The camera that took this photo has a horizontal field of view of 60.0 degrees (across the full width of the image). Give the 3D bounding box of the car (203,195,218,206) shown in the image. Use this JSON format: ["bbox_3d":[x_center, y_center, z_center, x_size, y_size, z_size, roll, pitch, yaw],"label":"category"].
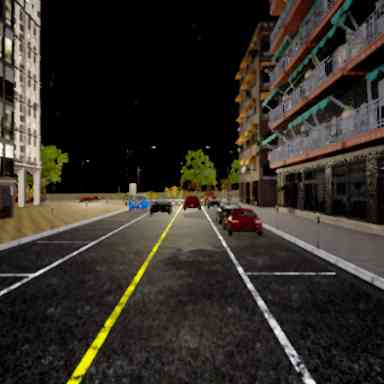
[{"bbox_3d":[2.615,1.227,47.234,1.887,1.381,4.507,0,0,0],"label":"car"}]

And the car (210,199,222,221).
[{"bbox_3d":[2.529,1.398,22.727,2.008,1.369,4.403,0,0,0],"label":"car"}]

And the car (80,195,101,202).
[{"bbox_3d":[-20.706,1.366,68.001,4.206,1.307,1.802,-1,1,-1],"label":"car"}]

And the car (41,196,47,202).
[{"bbox_3d":[-31.788,1.500,67.848,4.206,1.307,1.802,-1,1,-1],"label":"car"}]

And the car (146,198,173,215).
[{"bbox_3d":[-2.803,1.395,30.846,1.895,1.301,4.718,0,0,0],"label":"car"}]

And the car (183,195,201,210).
[{"bbox_3d":[0.034,1.223,37.940,1.882,1.535,5.008,0,0,0],"label":"car"}]

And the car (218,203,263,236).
[{"bbox_3d":[2.538,1.466,17.201,1.802,1.307,4.206,0,0,0],"label":"car"}]

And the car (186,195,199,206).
[{"bbox_3d":[0.015,1.196,48.979,1.812,1.442,4.674,0,0,-1],"label":"car"}]

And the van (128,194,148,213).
[{"bbox_3d":[-5.401,1.114,33.816,1.690,1.788,3.998,0,0,0],"label":"van"}]

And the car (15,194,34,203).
[{"bbox_3d":[-31.547,1.259,59.778,5.009,1.841,2.192,-1,1,-1],"label":"car"}]

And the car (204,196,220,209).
[{"bbox_3d":[2.597,1.287,39.305,2.008,1.369,4.403,0,0,0],"label":"car"}]
